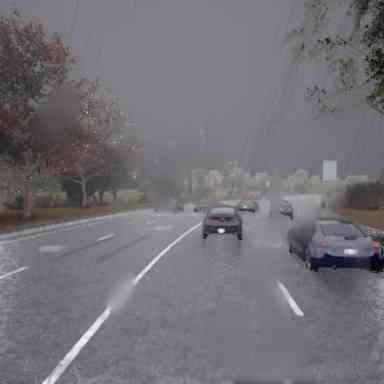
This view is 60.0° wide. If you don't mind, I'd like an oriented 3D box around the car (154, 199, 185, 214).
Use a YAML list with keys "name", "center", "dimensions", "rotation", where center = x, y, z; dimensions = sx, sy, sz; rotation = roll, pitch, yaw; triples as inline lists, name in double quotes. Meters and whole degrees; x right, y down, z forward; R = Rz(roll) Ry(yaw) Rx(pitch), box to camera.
- name: "car"
  center: [-2.167, 1.361, 32.779]
  dimensions: [1.994, 1.385, 4.181]
  rotation: [0, 0, 16]

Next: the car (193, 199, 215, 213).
- name: "car"
  center: [1.539, 1.377, 32.997]
  dimensions: [1.994, 1.385, 4.181]
  rotation: [0, 0, 16]

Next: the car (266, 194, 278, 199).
- name: "car"
  center: [17.285, 1.142, 71.559]
  dimensions: [1.837, 1.490, 4.892]
  rotation: [0, 0, 25]

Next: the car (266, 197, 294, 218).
- name: "car"
  center: [7.532, 1.417, 27.990]
  dimensions: [2.033, 1.411, 5.357]
  rotation: [0, 0, 15]

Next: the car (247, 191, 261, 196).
- name: "car"
  center: [13.212, 0.847, 71.096]
  dimensions: [2.150, 2.045, 5.566]
  rotation: [0, 0, 25]

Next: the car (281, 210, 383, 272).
- name: "car"
  center: [4.346, 1.517, 10.685]
  dimensions: [1.994, 1.385, 4.181]
  rotation: [0, 0, 5]

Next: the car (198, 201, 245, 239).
- name: "car"
  center: [1.635, 1.414, 16.845]
  dimensions: [1.837, 1.490, 4.892]
  rotation: [0, 0, 9]

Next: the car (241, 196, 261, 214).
- name: "car"
  center: [5.736, 1.390, 34.069]
  dimensions: [1.994, 1.385, 4.181]
  rotation: [0, 0, 17]
